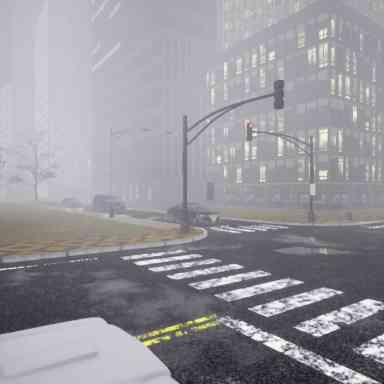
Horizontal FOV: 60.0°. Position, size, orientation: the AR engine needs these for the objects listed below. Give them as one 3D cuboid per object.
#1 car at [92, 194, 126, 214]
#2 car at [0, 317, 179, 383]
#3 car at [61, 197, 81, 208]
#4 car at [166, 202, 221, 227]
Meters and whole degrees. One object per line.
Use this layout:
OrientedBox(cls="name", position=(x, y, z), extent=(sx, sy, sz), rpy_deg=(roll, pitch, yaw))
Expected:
OrientedBox(cls="car", position=(-9.133, 1.229, 36.216), extent=(2.150, 2.045, 5.566), rpy_deg=(0, 0, -35))
OrientedBox(cls="car", position=(-2.274, 1.601, 1.821), extent=(4.718, 1.301, 1.895), rpy_deg=(0, 0, -36))
OrientedBox(cls="car", position=(-17.603, 1.483, 48.278), extent=(1.882, 1.535, 5.008), rpy_deg=(0, 1, -35))
OrientedBox(cls="car", position=(-0.003, 1.498, 23.266), extent=(2.128, 1.511, 4.902), rpy_deg=(0, 0, -35))
